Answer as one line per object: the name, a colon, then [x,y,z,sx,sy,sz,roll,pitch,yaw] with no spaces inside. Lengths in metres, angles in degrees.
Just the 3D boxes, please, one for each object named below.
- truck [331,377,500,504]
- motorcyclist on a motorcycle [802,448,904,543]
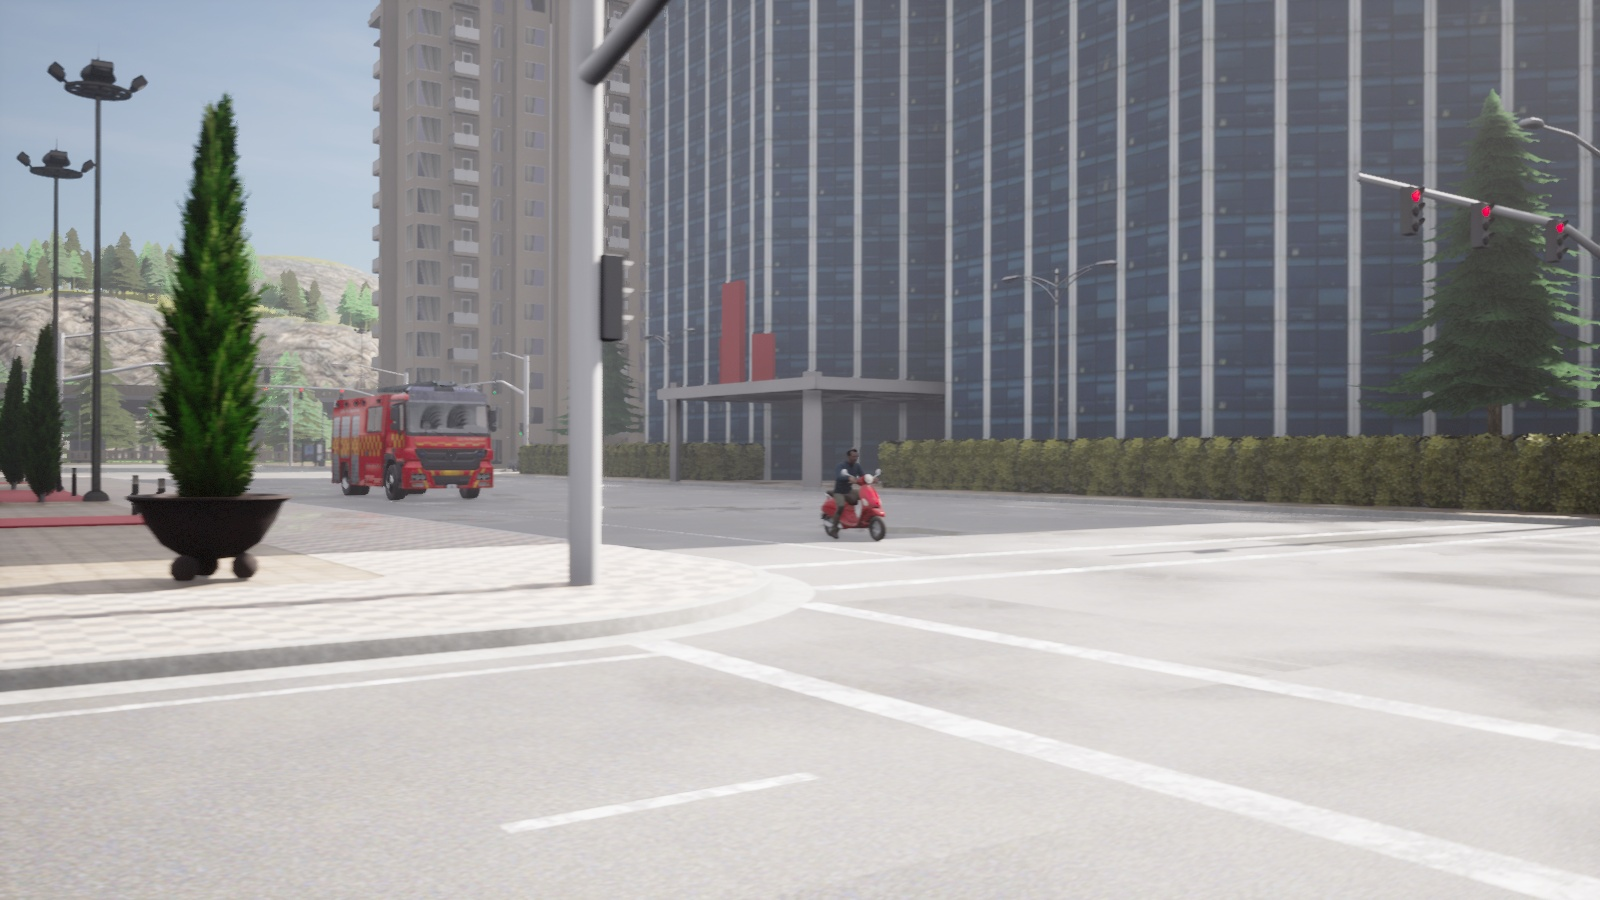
truck: [-13.027,-0.267,41.939,2.891,3.827,8.468,0,0,-35]
motorcyclist on a motorcycle: [0.913,0.773,22.188,0.866,1.590,1.817,0,0,-35]
